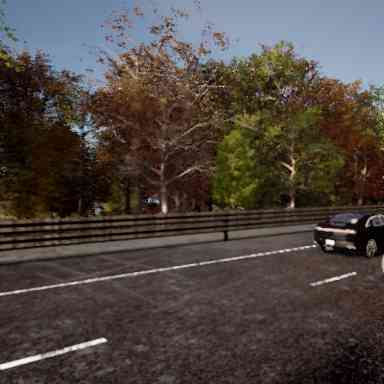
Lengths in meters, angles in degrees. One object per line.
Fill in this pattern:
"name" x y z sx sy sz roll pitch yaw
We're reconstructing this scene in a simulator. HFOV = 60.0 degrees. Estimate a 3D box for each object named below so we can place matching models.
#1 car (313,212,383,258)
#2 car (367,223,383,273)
"car" 6.751 1.541 12.942 4.902 1.511 2.128 0 0 -36
"car" 6.651 1.564 8.546 4.674 1.442 1.812 0 0 -36
